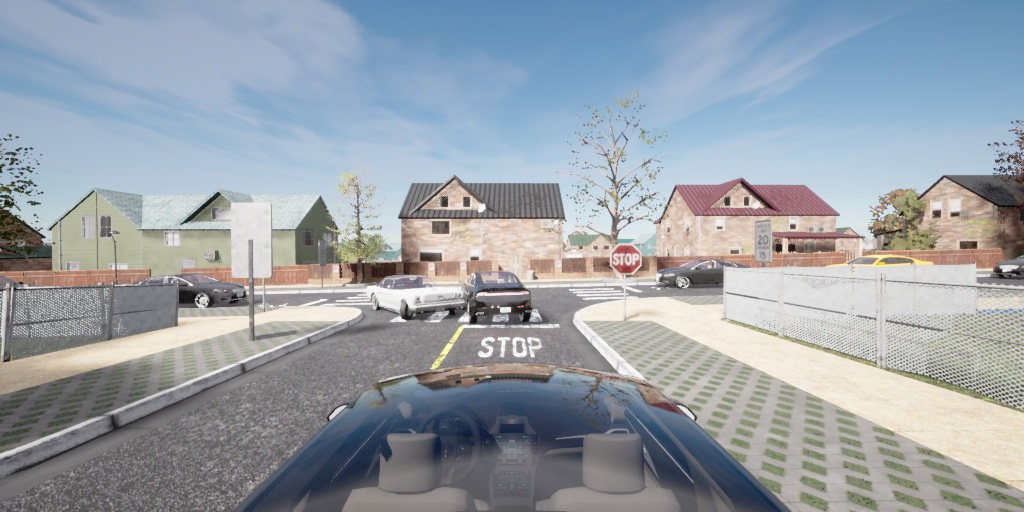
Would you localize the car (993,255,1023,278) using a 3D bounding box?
[{"bbox_3d":[29.390,0.478,19.513,4.902,1.511,2.128,-1,1,0],"label":"car"}]

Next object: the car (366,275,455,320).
[{"bbox_3d":[-3.600,1.368,12.899,1.895,1.301,4.718,0,0,-38],"label":"car"}]

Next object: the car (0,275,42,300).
[{"bbox_3d":[-24.236,1.648,16.358,4.553,1.767,2.097,-1,1,0],"label":"car"}]

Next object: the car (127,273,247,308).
[{"bbox_3d":[-14.898,1.566,16.397,4.902,1.511,2.128,-1,1,0],"label":"car"}]

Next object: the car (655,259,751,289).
[{"bbox_3d":[10.335,0.926,19.444,4.902,1.511,2.128,-1,1,0],"label":"car"}]

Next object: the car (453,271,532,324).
[{"bbox_3d":[-0.683,1.242,12.039,2.128,1.511,4.902,0,0,-12],"label":"car"}]

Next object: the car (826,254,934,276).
[{"bbox_3d":[19.766,0.690,19.479,5.008,1.535,1.882,-1,1,-1],"label":"car"}]
